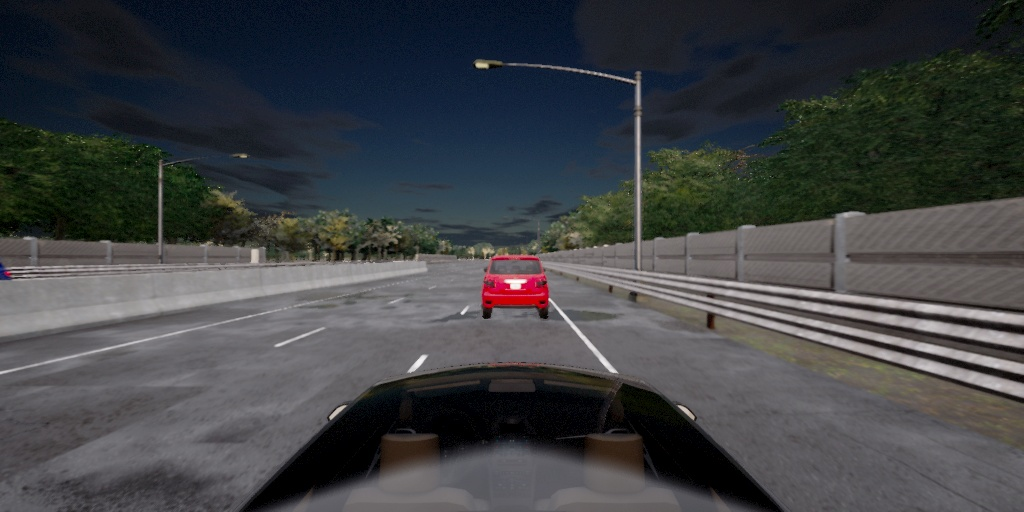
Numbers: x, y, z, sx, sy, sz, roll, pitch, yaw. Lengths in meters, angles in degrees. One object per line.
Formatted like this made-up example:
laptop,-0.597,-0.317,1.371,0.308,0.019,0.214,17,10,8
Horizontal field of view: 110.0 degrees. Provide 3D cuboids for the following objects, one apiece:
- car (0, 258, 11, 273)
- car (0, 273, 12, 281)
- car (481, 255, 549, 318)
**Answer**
car,-24.567,1.002,14.455,2.150,2.045,5.566,0,0,0
car,-17.582,1.367,10.930,1.895,1.301,4.718,0,0,0
car,0.105,0.995,13.292,2.150,2.045,5.566,0,0,0
